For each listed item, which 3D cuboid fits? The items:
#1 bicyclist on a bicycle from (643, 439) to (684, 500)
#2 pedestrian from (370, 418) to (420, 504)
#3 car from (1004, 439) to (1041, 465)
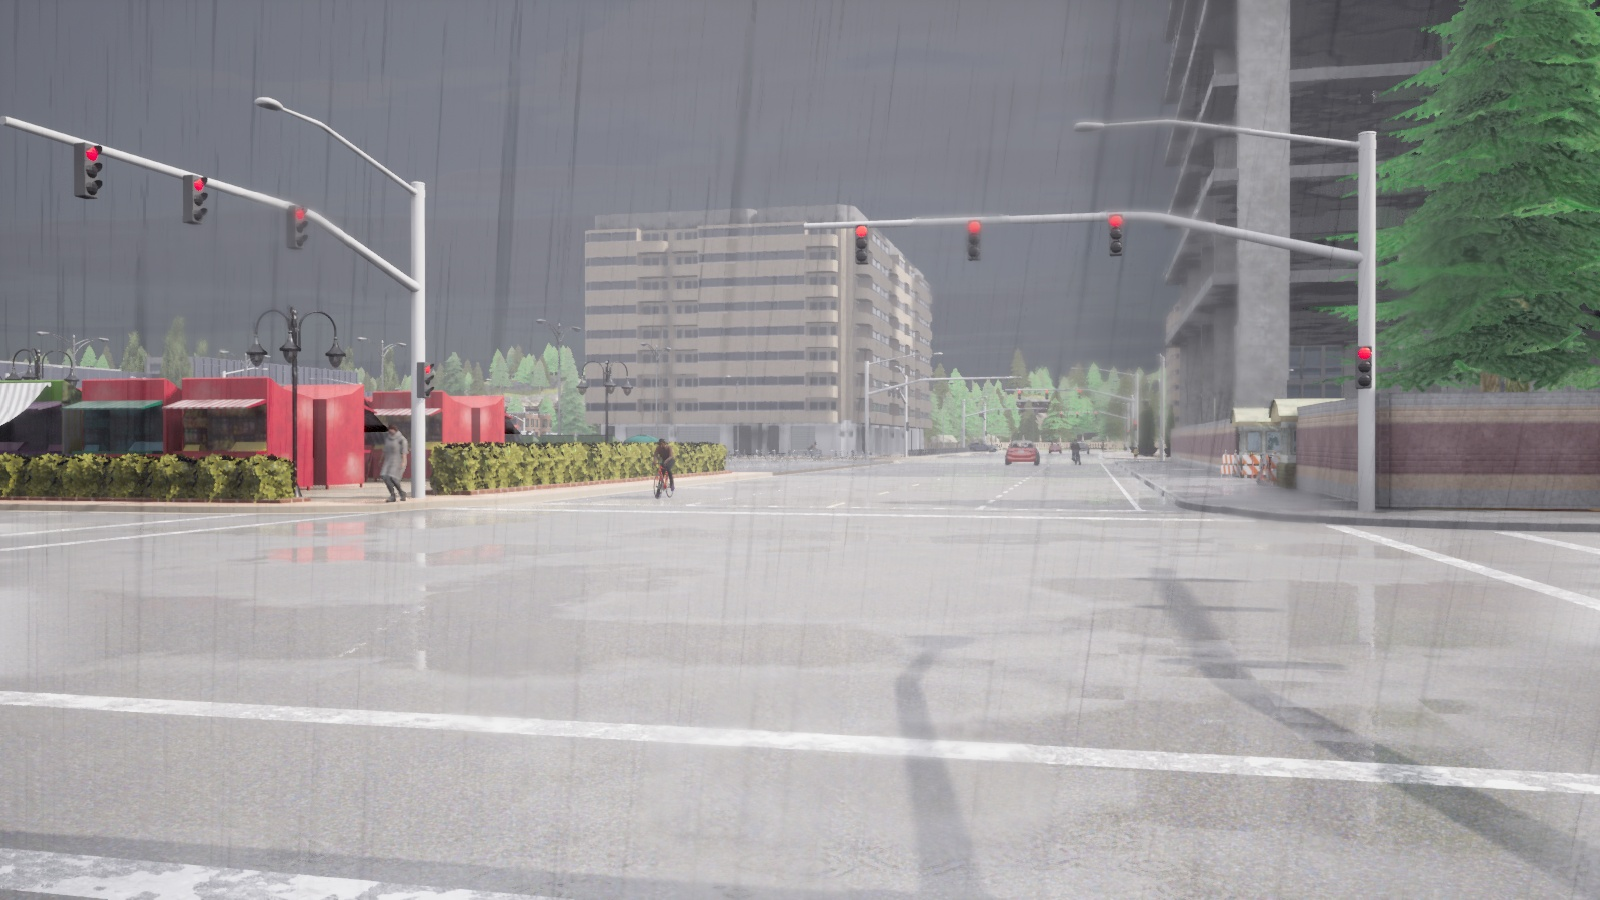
[{"bbox_3d":[-3.670,0.505,33.890,0.582,1.620,1.656,0,1,13],"label":"bicyclist on a bicycle"},{"bbox_3d":[-9.363,0.244,29.051,0.659,1.952,0.873,0,0,26],"label":"pedestrian"},{"bbox_3d":[15.074,0.123,84.990,2.242,1.667,4.611,0,0,12],"label":"car"}]
